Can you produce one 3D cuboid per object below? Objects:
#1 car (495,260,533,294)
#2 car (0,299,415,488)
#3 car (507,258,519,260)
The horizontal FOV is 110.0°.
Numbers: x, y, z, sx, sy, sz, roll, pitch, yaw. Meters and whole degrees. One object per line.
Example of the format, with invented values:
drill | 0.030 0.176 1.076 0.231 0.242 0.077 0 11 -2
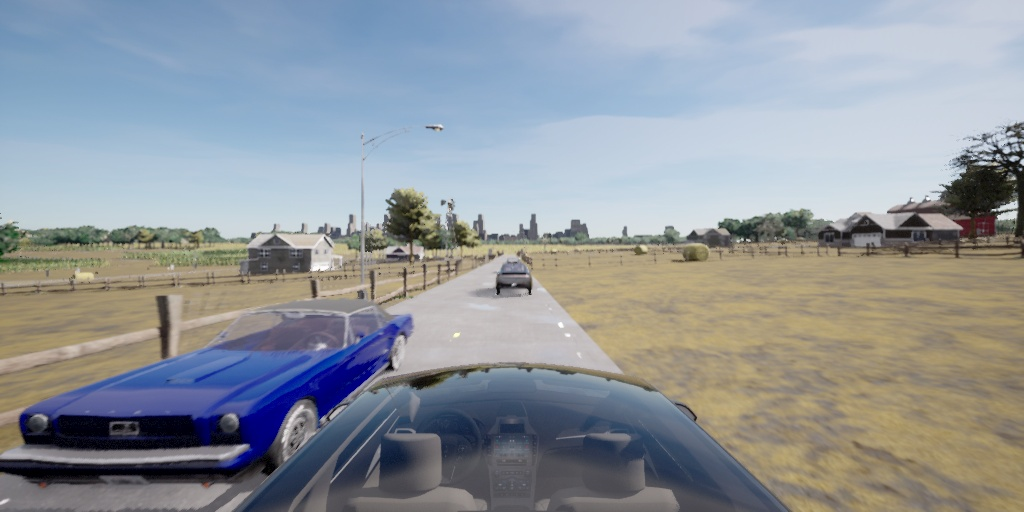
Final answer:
car | 0.102 1.141 19.384 2.128 1.511 4.902 0 0 0
car | -2.851 1.334 4.841 1.895 1.301 4.718 0 0 0
car | 0.102 0.977 38.911 2.128 1.511 4.902 0 1 0
